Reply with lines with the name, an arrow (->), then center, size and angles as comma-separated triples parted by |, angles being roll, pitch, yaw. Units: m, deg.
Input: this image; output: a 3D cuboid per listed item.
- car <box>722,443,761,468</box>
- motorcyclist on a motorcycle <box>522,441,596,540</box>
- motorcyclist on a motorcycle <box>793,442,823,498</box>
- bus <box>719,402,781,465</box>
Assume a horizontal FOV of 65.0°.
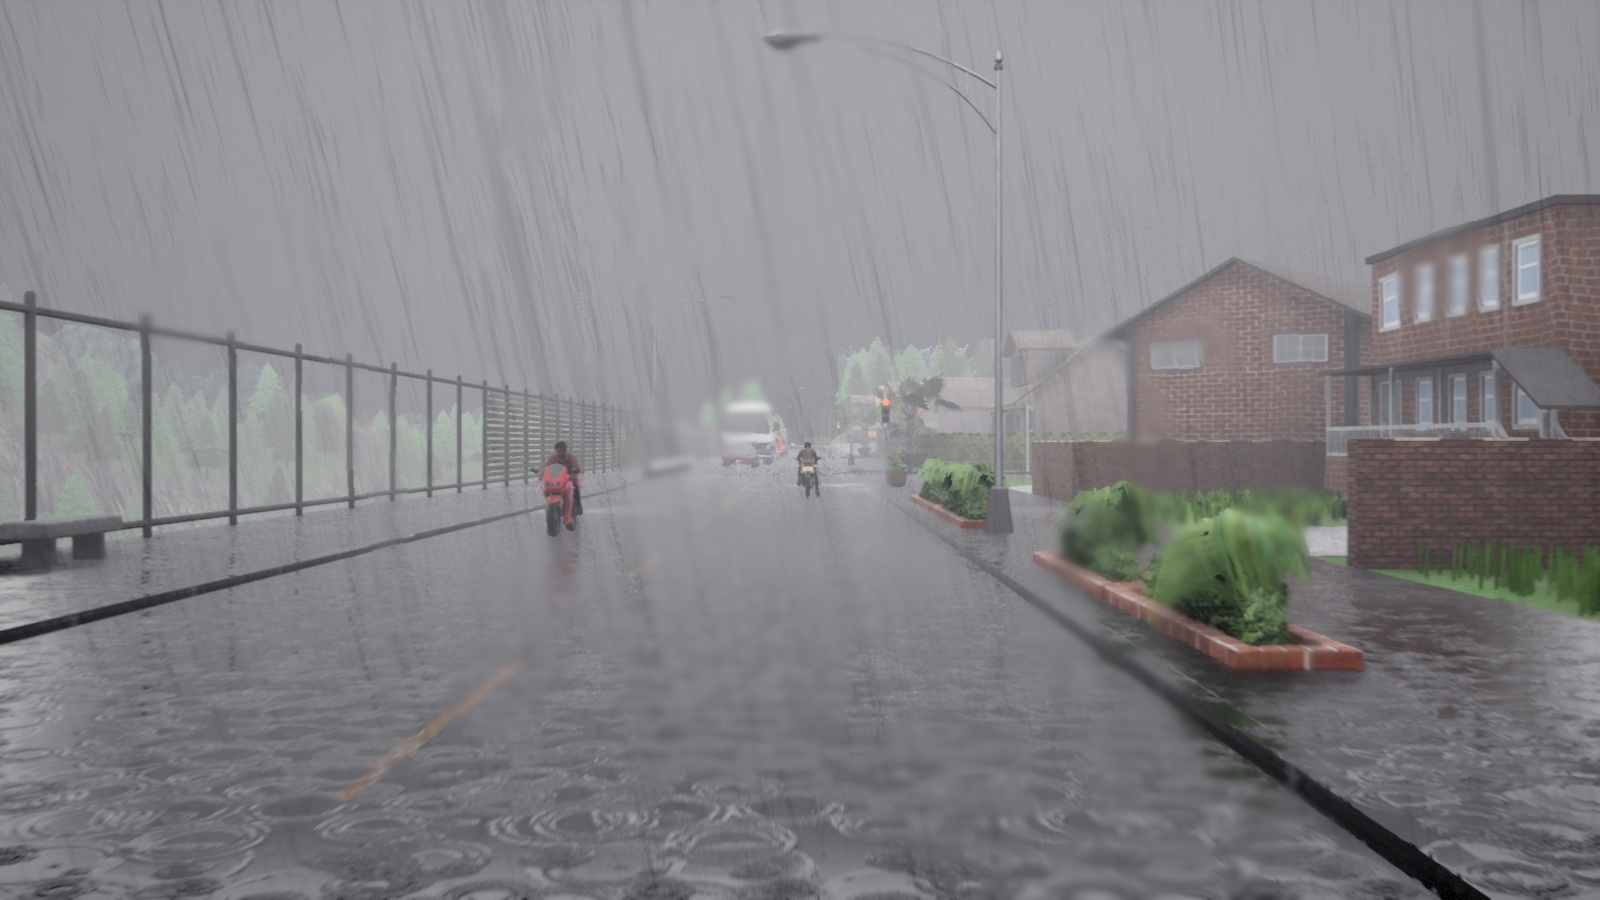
car -> -3.546, 0.311, 76.702 | 2.163, 1.488, 4.792 | 0, 0, 0
motorcyclist on a motorcycle -> -3.869, 0.611, 20.301 | 0.797, 1.523, 2.044 | 0, 0, 0
motorcyclist on a motorcycle -> 0.213, 0.532, 34.854 | 0.797, 1.523, 2.044 | 0, 0, 0
bus -> -3.468, -1.137, 89.476 | 3.944, 4.253, 10.273 | 0, 0, 0
